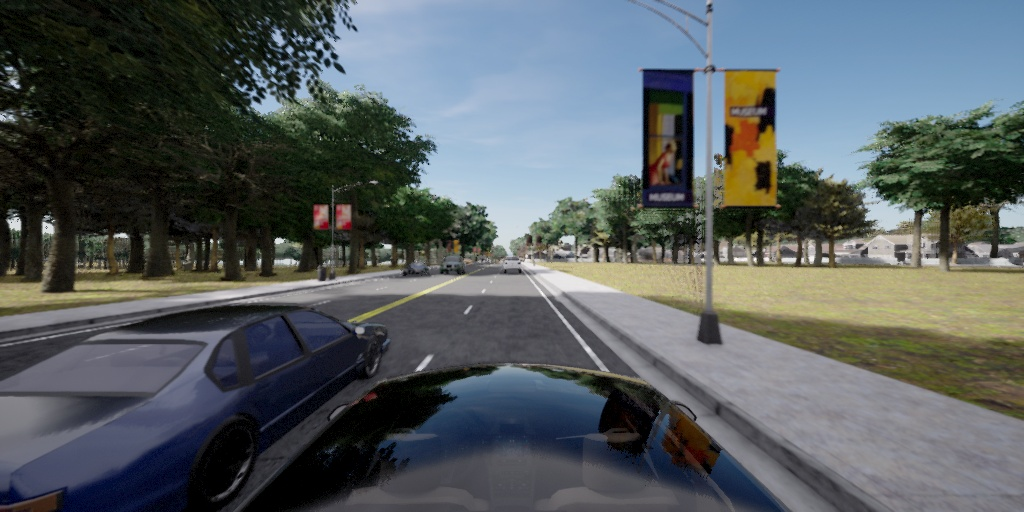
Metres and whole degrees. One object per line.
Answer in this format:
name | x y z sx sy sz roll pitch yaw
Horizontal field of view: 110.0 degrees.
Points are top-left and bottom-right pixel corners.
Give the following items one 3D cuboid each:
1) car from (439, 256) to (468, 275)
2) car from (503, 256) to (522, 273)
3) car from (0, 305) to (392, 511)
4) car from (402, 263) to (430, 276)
car | -6.597 1.029 40.167 2.150 2.045 5.566 0 0 0
car | 0.091 1.046 45.689 2.150 2.045 5.566 0 0 0
car | -3.151 1.298 4.205 2.033 1.411 5.357 0 0 0
car | -9.847 1.367 37.096 1.994 1.385 4.181 0 0 0
